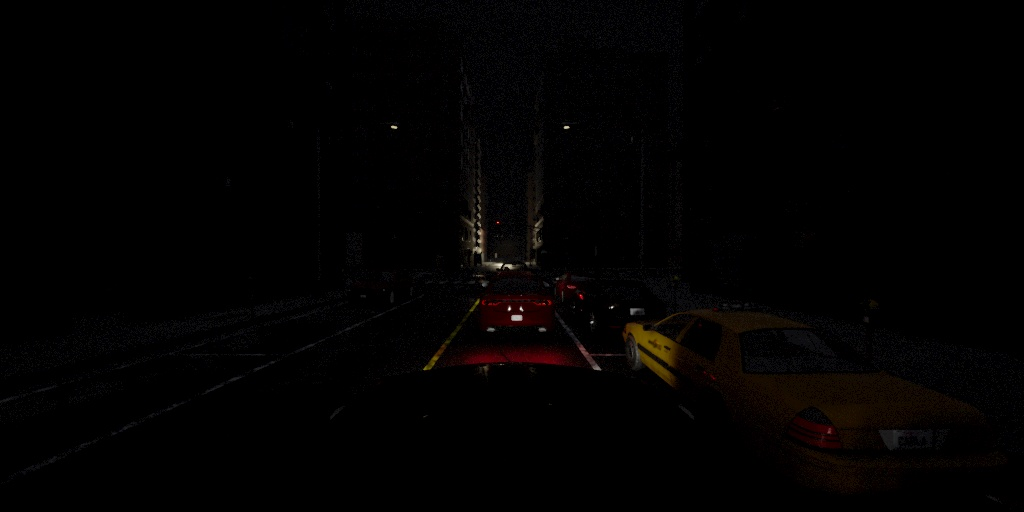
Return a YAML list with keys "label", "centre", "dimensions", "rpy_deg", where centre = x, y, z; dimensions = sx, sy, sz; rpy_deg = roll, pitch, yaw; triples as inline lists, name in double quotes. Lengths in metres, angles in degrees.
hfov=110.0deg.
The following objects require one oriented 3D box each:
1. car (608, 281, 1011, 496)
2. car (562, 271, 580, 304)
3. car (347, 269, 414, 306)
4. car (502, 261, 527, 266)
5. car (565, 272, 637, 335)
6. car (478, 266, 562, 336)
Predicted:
- label: "car"
  centre: [2.876, 1.274, 4.870]
  dimensions: [1.751, 1.417, 4.829]
  rpy_deg: [0, 0, 0]
- label: "car"
  centre: [2.895, 1.327, 15.872]
  dimensions: [1.802, 1.307, 4.207]
  rpy_deg: [0, 0, 0]
- label: "car"
  centre: [-5.651, 1.291, 15.883]
  dimensions: [1.888, 1.381, 4.507]
  rpy_deg: [0, 0, 0]
- label: "car"
  centre: [0.125, 1.096, 20.795]
  dimensions: [2.097, 1.767, 4.553]
  rpy_deg: [0, 0, 0]
- label: "car"
  centre: [2.885, 1.313, 10.286]
  dimensions: [1.948, 1.339, 4.313]
  rpy_deg: [0, 0, 0]
- label: "car"
  centre: [0.109, 1.225, 10.466]
  dimensions: [1.882, 1.535, 5.008]
  rpy_deg: [0, 0, 0]
